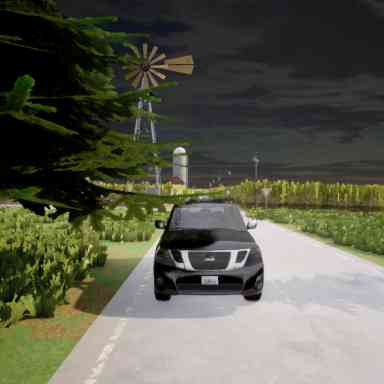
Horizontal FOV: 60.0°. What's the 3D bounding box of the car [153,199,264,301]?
[{"bbox_3d":[0.334,1.221,8.691,2.150,2.045,5.566,0,0,0],"label":"car"}]
